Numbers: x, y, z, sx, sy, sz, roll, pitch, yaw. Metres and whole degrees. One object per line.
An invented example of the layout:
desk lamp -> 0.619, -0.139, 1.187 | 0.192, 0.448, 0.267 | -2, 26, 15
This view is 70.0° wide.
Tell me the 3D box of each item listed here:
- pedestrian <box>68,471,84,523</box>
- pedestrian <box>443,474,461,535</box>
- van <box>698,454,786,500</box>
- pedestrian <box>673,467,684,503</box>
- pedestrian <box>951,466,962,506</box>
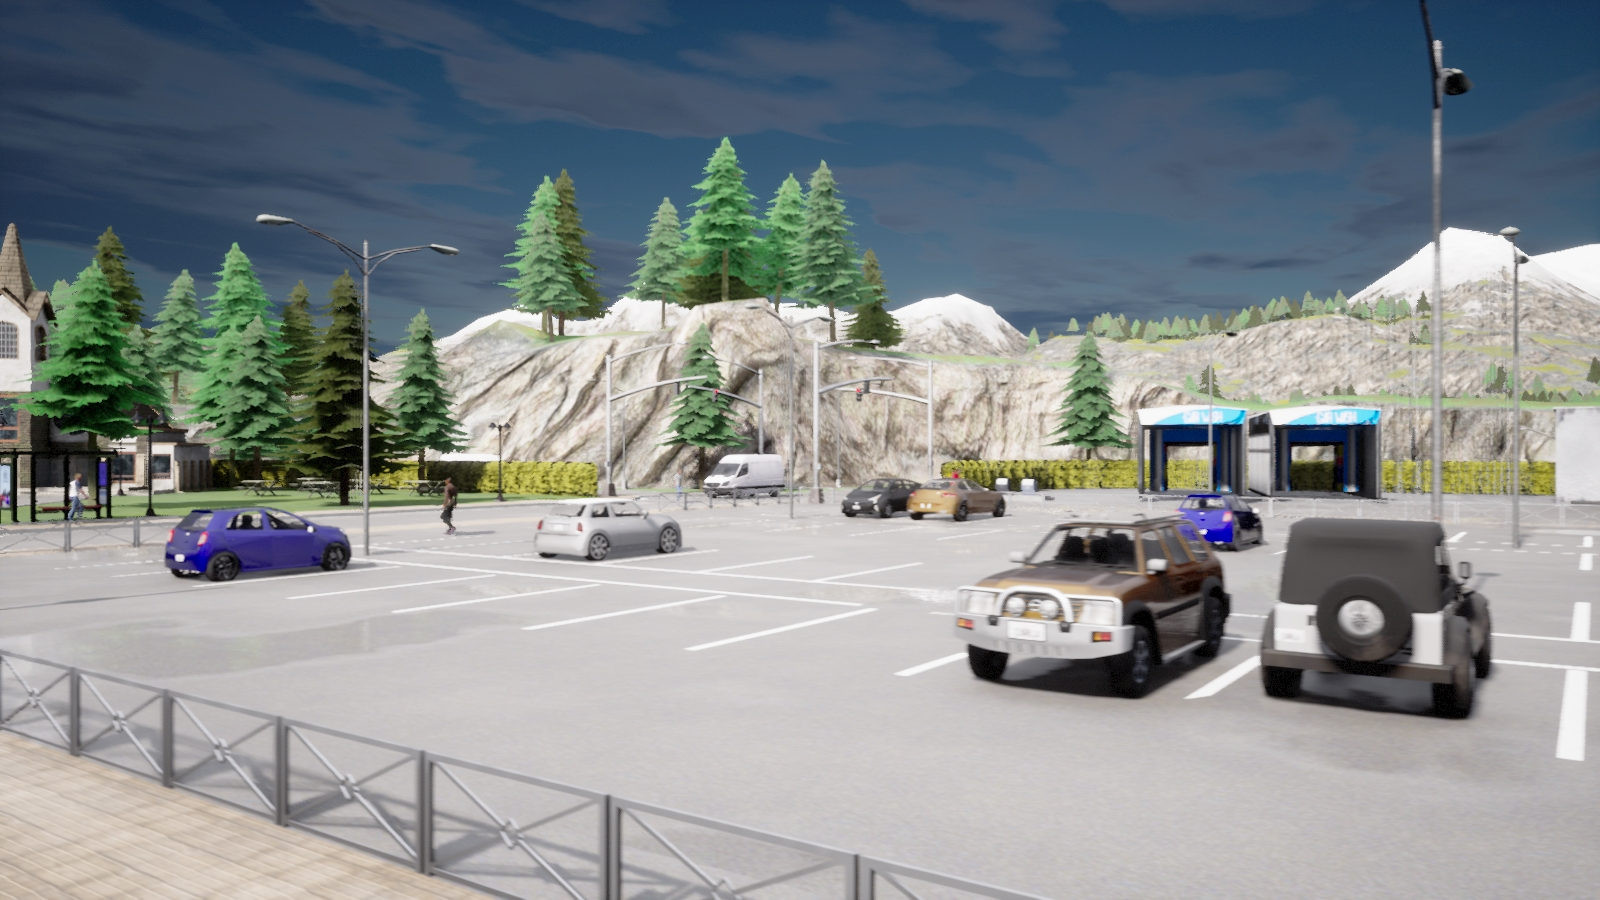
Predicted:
pedestrian -> -26.083, 1.688, 41.158 | 0.375, 1.860, 0.375 | 0, 0, 37
pedestrian -> -10.734, 1.680, 35.231 | 0.375, 1.860, 0.375 | 0, 0, 28
van -> -3.334, 1.526, 67.226 | 1.988, 2.561, 5.915 | 0, 0, 34
pedestrian -> -6.391, 1.841, 60.092 | 0.375, 1.860, 0.375 | 0, 0, 42
pedestrian -> 7.361, 1.690, 53.820 | 0.375, 1.860, 0.375 | 0, 0, 35
